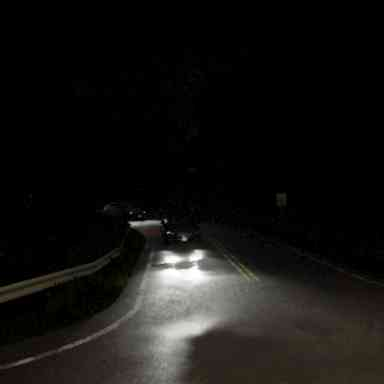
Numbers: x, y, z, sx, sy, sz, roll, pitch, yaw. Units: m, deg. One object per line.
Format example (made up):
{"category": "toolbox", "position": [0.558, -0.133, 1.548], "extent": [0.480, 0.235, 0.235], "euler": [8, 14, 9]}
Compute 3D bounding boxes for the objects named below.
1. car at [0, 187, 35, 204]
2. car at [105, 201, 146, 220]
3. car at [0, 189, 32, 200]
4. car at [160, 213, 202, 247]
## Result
{"category": "car", "position": [-21.697, 0.356, 40.252], "extent": [4.553, 1.767, 2.097], "euler": [4, 0, 20]}
{"category": "car", "position": [-6.059, 1.606, 29.554], "extent": [4.674, 1.442, 1.812], "euler": [4, 2, 44]}
{"category": "car", "position": [-20.281, 0.545, 36.138], "extent": [4.902, 1.511, 2.128], "euler": [3, -1, 15]}
{"category": "car", "position": [-0.673, 1.922, 17.911], "extent": [2.128, 1.511, 4.902], "euler": [0, 0, -8]}
